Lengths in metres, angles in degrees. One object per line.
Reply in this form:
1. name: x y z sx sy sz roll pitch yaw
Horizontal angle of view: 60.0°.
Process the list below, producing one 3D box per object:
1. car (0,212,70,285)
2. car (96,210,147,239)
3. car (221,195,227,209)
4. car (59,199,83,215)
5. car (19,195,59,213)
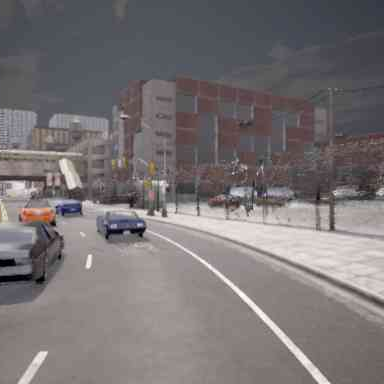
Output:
1. car: -4.837 1.546 9.385 2.033 1.411 5.357 0 0 -14
2. car: -3.819 1.569 17.229 1.895 1.301 4.718 0 0 -23
3. car: 3.873 1.104 41.779 2.185 1.767 4.553 0 0 -30
4. car: -12.047 1.446 32.487 1.882 1.535 5.008 0 0 -30
5. car: -10.716 1.342 22.918 2.097 1.767 4.553 0 0 -28
